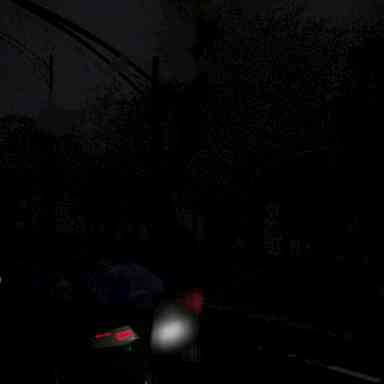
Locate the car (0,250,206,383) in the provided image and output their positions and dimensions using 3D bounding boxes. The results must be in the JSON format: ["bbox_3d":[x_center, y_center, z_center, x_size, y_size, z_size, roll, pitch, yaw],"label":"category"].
[{"bbox_3d":[-1.872,1.604,5.019,4.181,1.385,1.994,-1,0,36],"label":"car"}]
